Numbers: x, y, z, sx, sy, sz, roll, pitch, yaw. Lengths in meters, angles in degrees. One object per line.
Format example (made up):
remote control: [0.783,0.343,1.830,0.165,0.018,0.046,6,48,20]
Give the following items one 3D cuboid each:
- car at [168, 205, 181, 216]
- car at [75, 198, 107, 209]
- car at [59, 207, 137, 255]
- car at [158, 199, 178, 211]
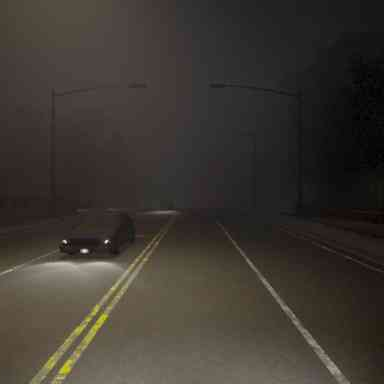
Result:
car: [-3.169,3.365,61.175,2.033,1.411,5.357,0,-10,1]
car: [-13.885,1.547,43.364,5.357,1.411,2.033,0,0,0]
car: [-3.500,1.547,13.572,2.033,1.411,5.357,0,0,1]
car: [-3.319,1.624,43.478,2.128,1.511,4.902,0,-1,0]
